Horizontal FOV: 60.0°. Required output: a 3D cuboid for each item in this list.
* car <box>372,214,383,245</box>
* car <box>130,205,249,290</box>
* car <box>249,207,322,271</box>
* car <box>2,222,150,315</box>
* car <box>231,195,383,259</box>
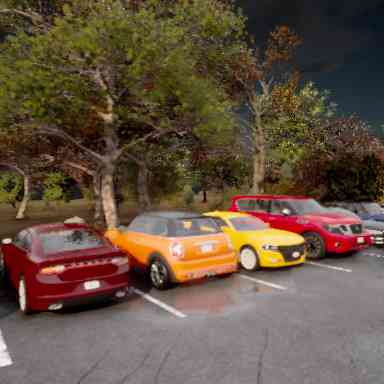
[{"bbox_3d":[7.407,1.401,9.262,4.902,1.511,2.128,-1,0,-35],"label":"car"},{"bbox_3d":[-0.883,1.318,9.385,2.185,1.767,4.553,-1,0,-35],"label":"car"},{"bbox_3d":[1.366,1.421,11.031,2.097,1.535,5.008,-1,0,-35],"label":"car"},{"bbox_3d":[-3.166,1.465,7.793,2.097,1.535,5.008,-1,0,-35],"label":"car"},{"bbox_3d":[3.653,1.147,12.619,2.435,2.045,5.566,-1,0,-35],"label":"car"}]
